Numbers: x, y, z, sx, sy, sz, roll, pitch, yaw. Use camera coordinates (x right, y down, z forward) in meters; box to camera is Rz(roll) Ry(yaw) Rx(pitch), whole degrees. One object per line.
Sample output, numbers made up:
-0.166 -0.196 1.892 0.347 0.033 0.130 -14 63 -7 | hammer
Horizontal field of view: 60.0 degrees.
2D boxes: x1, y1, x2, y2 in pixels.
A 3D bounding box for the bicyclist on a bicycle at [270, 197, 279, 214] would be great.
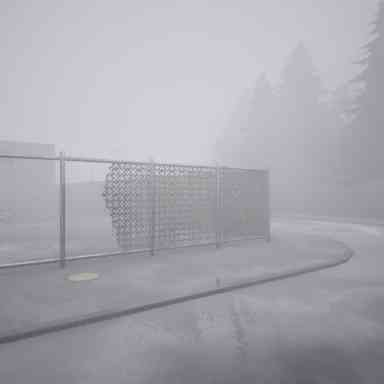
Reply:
7.935 1.349 32.468 1.656 1.620 0.582 0 0 -36 | bicyclist on a bicycle
